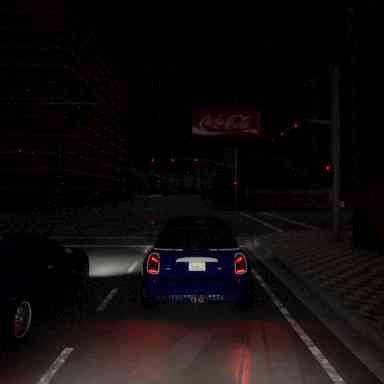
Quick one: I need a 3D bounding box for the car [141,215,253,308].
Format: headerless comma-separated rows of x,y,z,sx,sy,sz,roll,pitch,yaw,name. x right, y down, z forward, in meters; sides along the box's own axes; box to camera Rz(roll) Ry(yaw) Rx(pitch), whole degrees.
0.086,1.352,8.058,2.097,1.767,4.553,0,0,0,car

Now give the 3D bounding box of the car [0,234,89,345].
-3.420,1.526,6.263,1.812,1.442,4.674,0,0,0,car
